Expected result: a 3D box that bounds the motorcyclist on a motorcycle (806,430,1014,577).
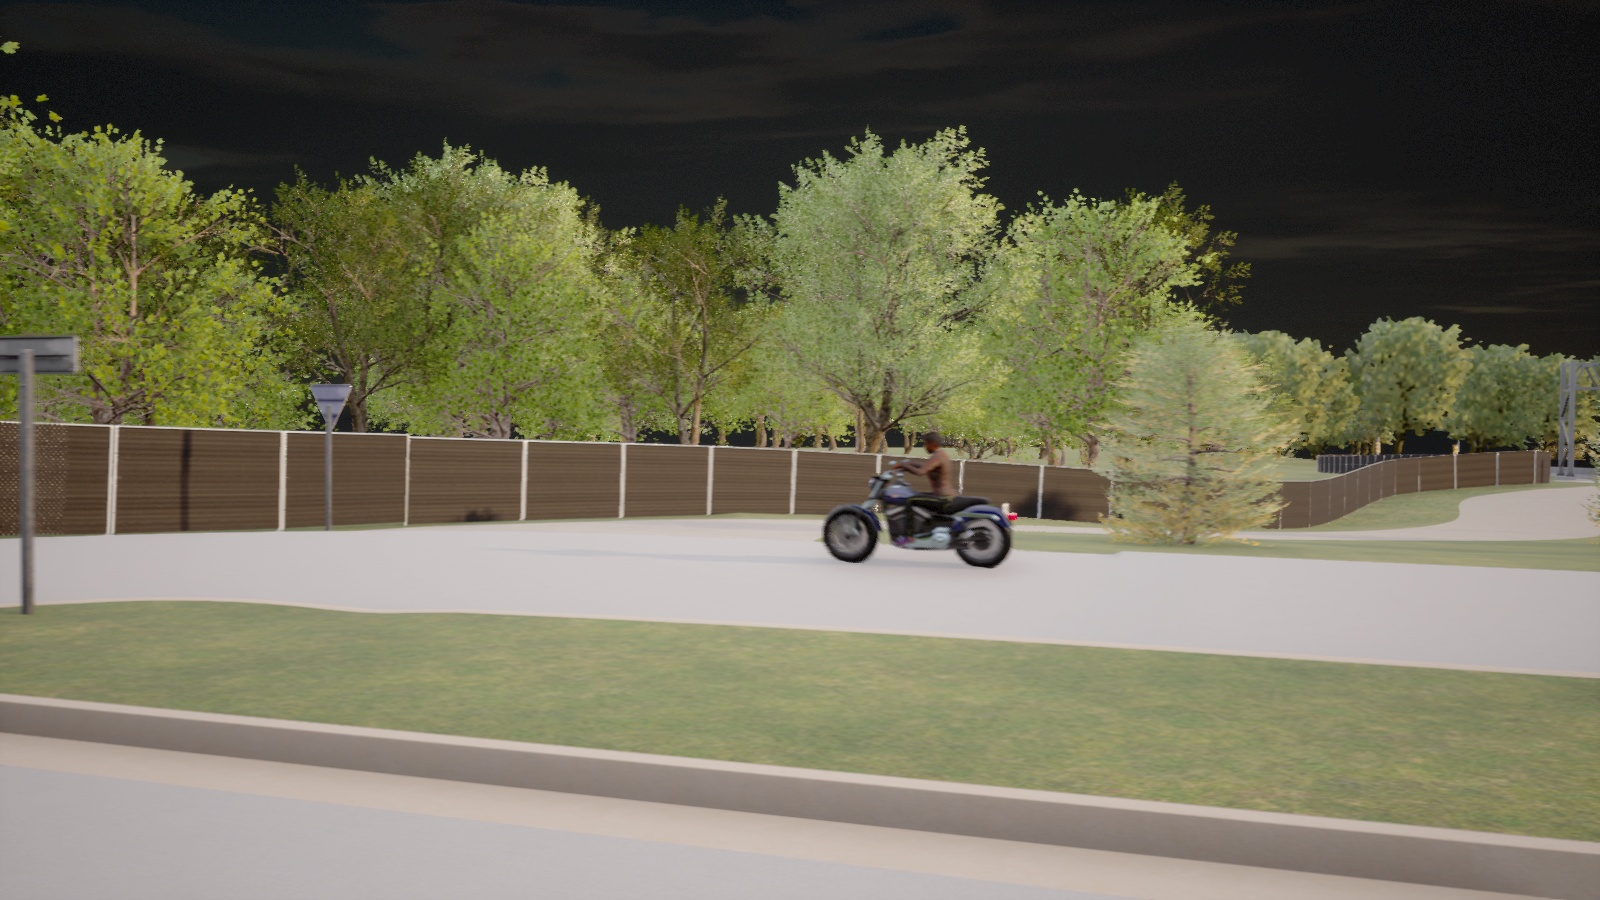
[{"bbox_3d":[1.310,0.599,15.032,2.350,1.649,0.766,1,1,20],"label":"motorcyclist on a motorcycle"}]
